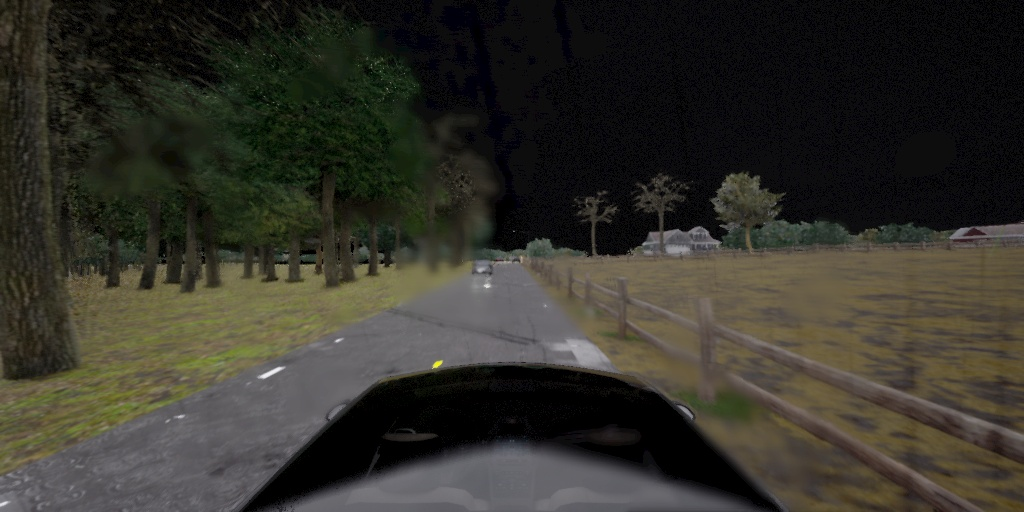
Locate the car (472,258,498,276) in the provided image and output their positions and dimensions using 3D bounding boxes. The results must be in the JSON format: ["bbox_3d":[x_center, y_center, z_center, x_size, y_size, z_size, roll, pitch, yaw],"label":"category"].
[{"bbox_3d":[-2.836,1.164,35.690,2.128,1.511,4.902,0,0,0],"label":"car"}]
